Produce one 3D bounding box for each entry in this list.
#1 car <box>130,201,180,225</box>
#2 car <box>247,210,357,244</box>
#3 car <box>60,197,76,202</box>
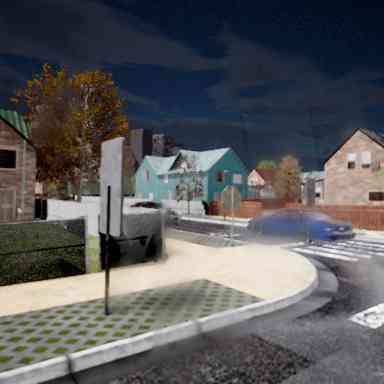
[{"bbox_3d":[-2.716,1.417,22.778,1.837,1.490,4.892,2,-1,-37],"label":"car"},{"bbox_3d":[4.943,1.554,15.816,2.033,1.411,5.357,2,-1,-29],"label":"car"},{"bbox_3d":[-14.218,1.345,38.271,1.837,1.490,4.892,2,-1,-36],"label":"car"}]
